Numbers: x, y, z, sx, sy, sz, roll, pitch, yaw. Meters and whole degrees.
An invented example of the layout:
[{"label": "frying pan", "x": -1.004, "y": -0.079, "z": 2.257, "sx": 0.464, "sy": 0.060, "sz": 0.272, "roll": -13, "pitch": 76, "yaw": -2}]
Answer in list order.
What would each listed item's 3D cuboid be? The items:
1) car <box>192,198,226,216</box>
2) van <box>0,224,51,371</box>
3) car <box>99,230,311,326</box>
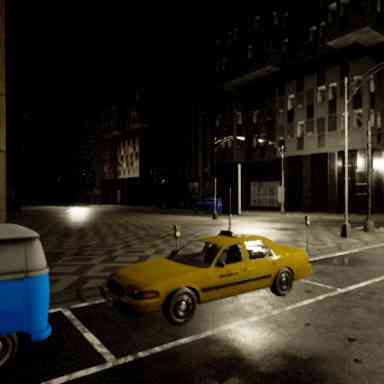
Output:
[{"label": "car", "x": 2.238, "y": 1.717, "z": 40.272, "sx": 2.150, "sy": 2.045, "sz": 5.566, "roll": 0, "pitch": 0, "yaw": -36}, {"label": "van", "x": -3.802, "y": 1.342, "z": 3.921, "sx": 3.998, "sy": 1.788, "sz": 1.690, "roll": 0, "pitch": 0, "yaw": -36}, {"label": "car", "x": 0.543, "y": 1.523, "z": 7.050, "sx": 4.829, "sy": 1.417, "sz": 1.752, "roll": 0, "pitch": 0, "yaw": -36}]
